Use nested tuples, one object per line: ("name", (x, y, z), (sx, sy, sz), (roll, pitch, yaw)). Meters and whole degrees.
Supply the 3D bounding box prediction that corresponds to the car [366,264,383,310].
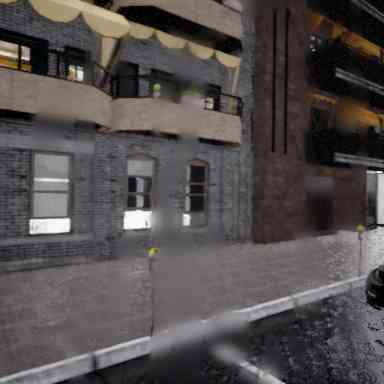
("car", (5.209, 1.560, 6.563), (4.313, 1.339, 1.947), (0, 1, -35))
